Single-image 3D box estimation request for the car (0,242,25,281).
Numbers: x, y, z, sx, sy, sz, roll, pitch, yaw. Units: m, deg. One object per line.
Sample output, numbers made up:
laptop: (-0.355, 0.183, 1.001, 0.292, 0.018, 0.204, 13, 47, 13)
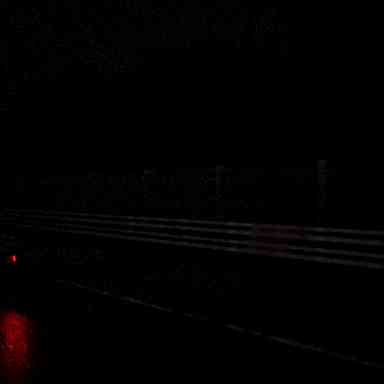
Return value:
car: (-6.425, 1.610, 8.648, 4.718, 1.301, 1.895, 0, 0, 36)
